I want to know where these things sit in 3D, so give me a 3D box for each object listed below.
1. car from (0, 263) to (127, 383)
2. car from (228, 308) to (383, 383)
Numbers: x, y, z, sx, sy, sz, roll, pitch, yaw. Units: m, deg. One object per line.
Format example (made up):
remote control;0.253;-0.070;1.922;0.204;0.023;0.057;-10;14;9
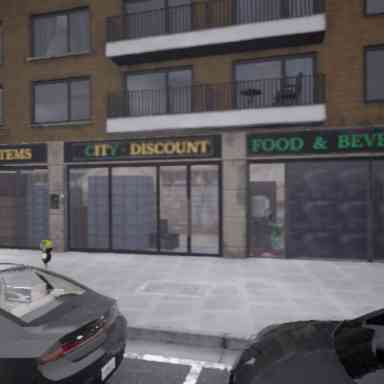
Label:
car;-2.957;1.569;3.921;4.403;1.369;2.008;-1;1;15
car;2.436;1.501;2.466;4.313;1.339;1.947;-1;1;15
